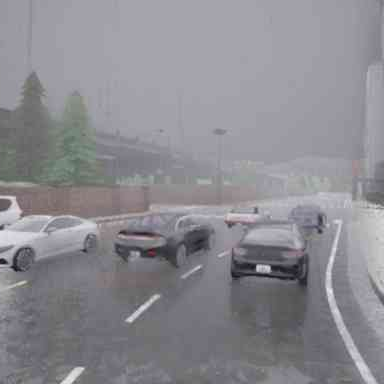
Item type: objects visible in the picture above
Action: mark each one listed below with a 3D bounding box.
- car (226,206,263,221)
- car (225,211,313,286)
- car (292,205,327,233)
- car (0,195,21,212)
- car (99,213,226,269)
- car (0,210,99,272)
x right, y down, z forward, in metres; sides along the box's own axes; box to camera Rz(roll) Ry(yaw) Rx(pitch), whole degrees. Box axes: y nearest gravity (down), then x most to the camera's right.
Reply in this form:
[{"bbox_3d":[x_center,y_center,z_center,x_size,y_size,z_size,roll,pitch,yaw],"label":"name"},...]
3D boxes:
[{"bbox_3d":[3.590,1.513,20.853,1.895,1.301,4.718,0,0,25],"label":"car"},{"bbox_3d":[2.336,1.489,9.365,1.812,1.442,4.674,0,0,20],"label":"car"},{"bbox_3d":[6.649,1.481,19.164,2.033,1.411,5.357,0,0,25],"label":"car"},{"bbox_3d":[-8.375,1.131,11.281,2.150,2.045,5.566,0,0,19],"label":"car"},{"bbox_3d":[-0.641,1.434,11.124,2.128,1.511,4.902,0,0,21],"label":"car"},{"bbox_3d":[-4.845,1.452,10.788,1.812,1.442,4.674,0,0,20],"label":"car"}]
